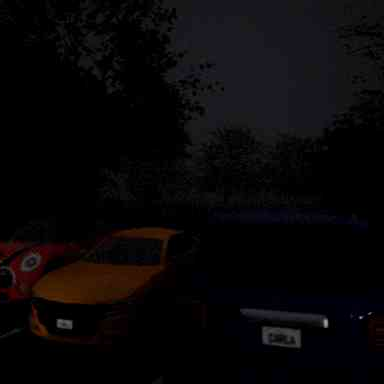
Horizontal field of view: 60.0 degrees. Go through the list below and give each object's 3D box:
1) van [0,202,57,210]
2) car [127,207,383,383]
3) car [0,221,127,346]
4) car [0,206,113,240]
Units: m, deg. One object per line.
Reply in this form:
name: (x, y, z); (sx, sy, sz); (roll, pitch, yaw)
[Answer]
van: (-5.820, 1.314, 10.360); (1.878, 1.987, 4.442); (0, -1, 16)
car: (1.395, 1.245, 5.120); (2.435, 2.045, 5.566); (0, -1, 15)
car: (-1.014, 1.511, 6.810); (2.097, 1.535, 5.008); (0, -1, 15)
car: (-3.424, 1.400, 8.556); (2.185, 1.767, 4.553); (0, -1, 16)
